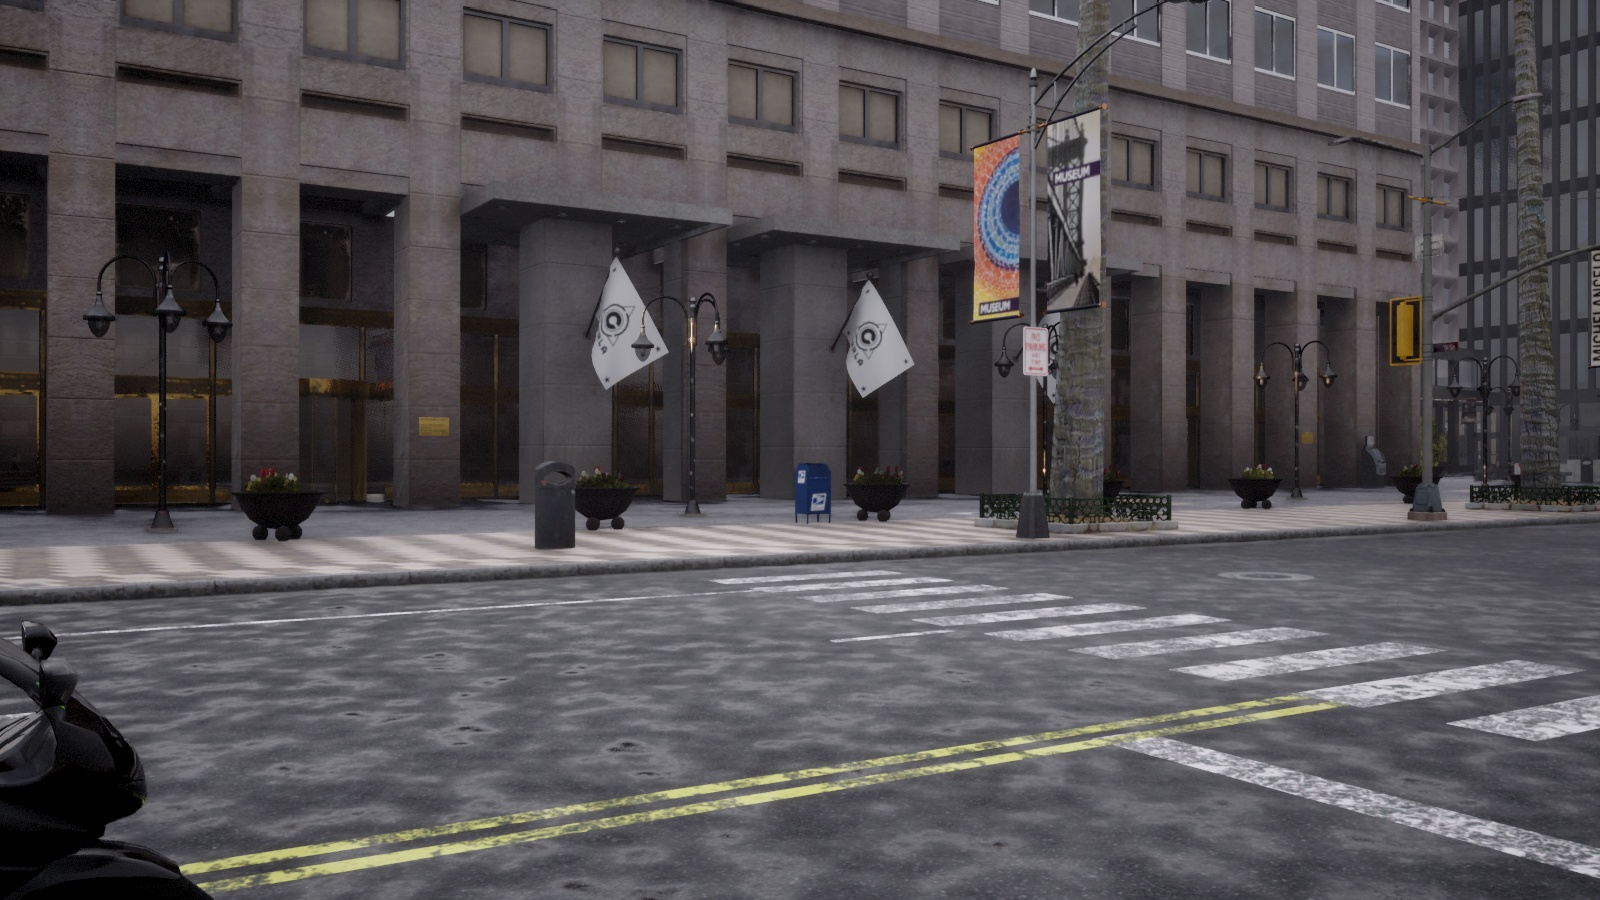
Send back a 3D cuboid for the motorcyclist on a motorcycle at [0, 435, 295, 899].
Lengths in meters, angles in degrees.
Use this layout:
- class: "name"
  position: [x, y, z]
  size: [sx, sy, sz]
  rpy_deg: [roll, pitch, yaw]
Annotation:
- class: "motorcyclist on a motorcycle"
  position: [-2.079, 0.737, 2.266]
  size: [2.044, 1.523, 0.797]
  rpy_deg: [0, 0, -34]
